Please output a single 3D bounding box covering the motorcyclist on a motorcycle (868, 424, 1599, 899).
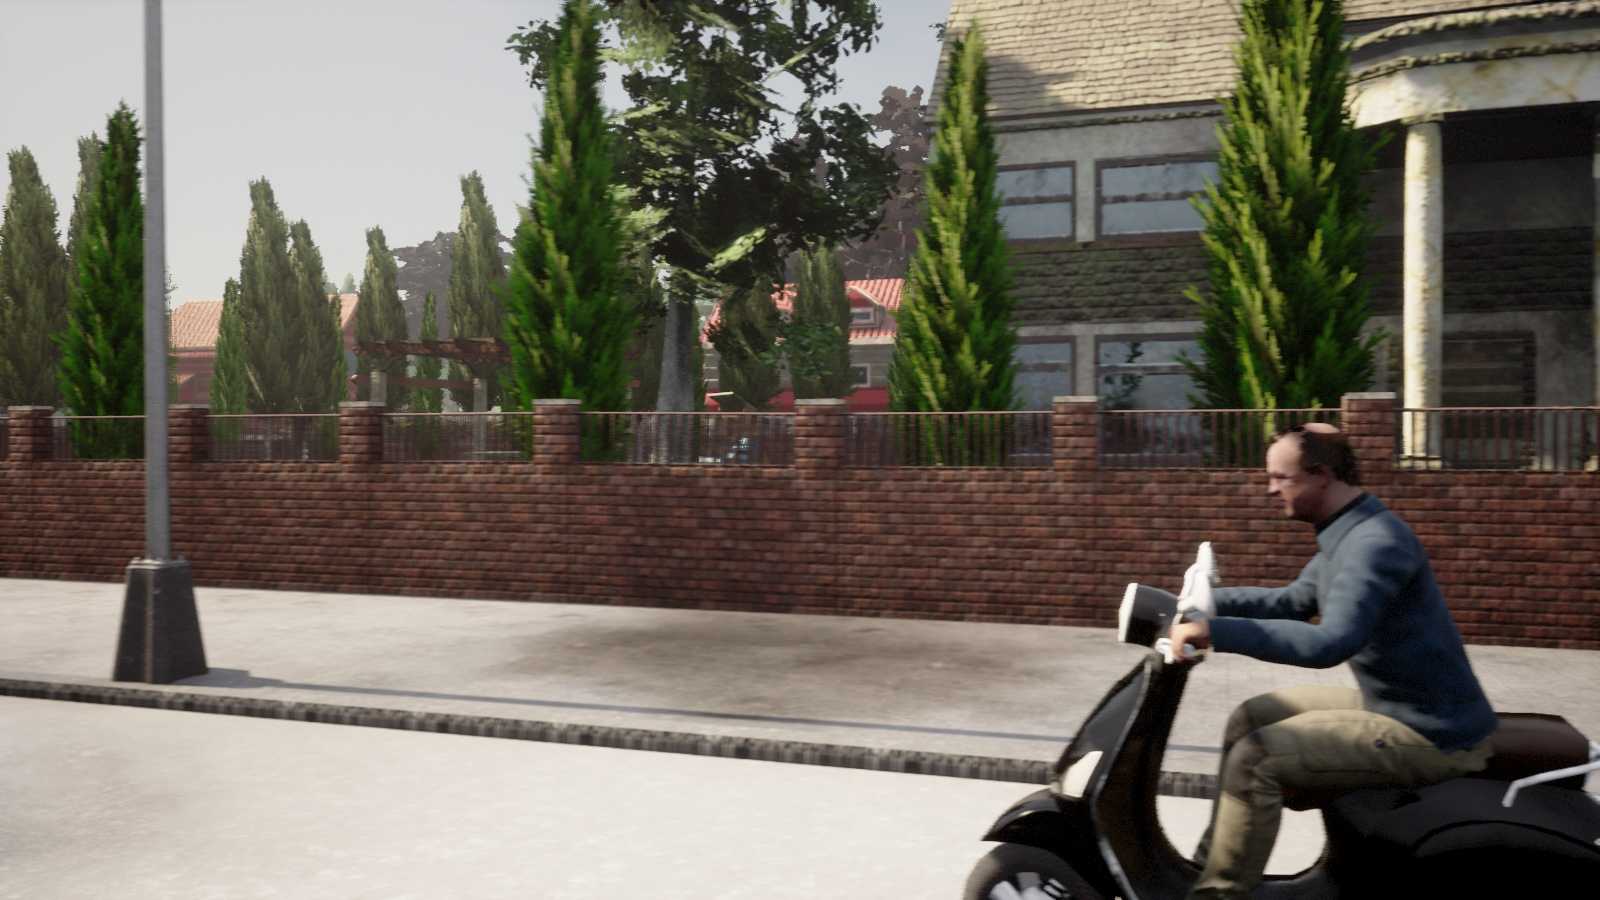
[{"bbox_3d":[1.174,0.731,3.324,1.817,1.590,0.866,1,1,19],"label":"motorcyclist on a motorcycle"}]
